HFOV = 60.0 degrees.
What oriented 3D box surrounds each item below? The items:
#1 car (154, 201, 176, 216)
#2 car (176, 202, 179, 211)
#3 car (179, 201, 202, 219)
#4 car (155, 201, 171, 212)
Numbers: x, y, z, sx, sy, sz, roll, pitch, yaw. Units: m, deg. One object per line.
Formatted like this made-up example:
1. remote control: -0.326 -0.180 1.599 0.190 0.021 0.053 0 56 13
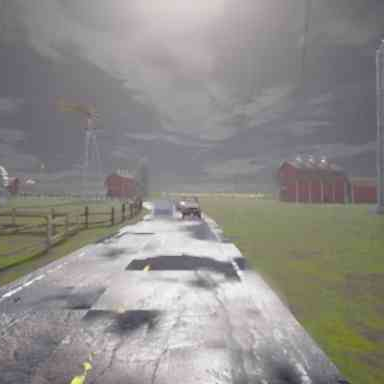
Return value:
1. car: -3.016 1.745 35.844 1.882 1.535 5.008 0 0 -2
2. car: -1.208 1.896 45.594 1.994 1.385 4.181 0 0 -7
3. car: -0.105 1.752 32.394 1.837 1.490 4.892 0 0 -2
4. car: -4.065 1.935 46.486 1.994 1.385 4.181 0 0 -8
